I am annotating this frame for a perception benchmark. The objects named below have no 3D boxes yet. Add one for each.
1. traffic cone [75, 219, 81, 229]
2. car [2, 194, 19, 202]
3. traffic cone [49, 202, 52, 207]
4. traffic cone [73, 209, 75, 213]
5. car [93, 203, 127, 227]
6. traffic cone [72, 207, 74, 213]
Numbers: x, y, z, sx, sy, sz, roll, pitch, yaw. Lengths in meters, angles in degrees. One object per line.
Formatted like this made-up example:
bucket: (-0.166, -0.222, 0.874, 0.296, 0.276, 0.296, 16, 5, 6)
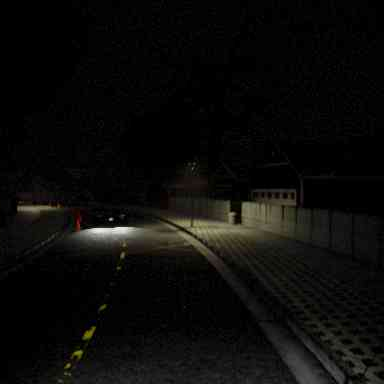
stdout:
traffic cone: (-6.584, 1.843, 19.143, 0.340, 0.580, 0.340, 0, 0, -15)
car: (-34.421, 1.106, 62.490, 4.892, 1.490, 1.837, 0, 0, 34)
traffic cone: (-19.233, 1.676, 45.142, 0.340, 0.580, 0.340, 0, 0, -37)
traffic cone: (-9.714, 1.784, 28.311, 0.340, 0.580, 0.340, 0, 0, -22)
car: (-5.427, 1.433, 21.792, 1.994, 1.385, 4.181, 0, 0, -17)
traffic cone: (-11.698, 1.755, 32.732, 0.340, 0.580, 0.340, 0, 0, -26)
